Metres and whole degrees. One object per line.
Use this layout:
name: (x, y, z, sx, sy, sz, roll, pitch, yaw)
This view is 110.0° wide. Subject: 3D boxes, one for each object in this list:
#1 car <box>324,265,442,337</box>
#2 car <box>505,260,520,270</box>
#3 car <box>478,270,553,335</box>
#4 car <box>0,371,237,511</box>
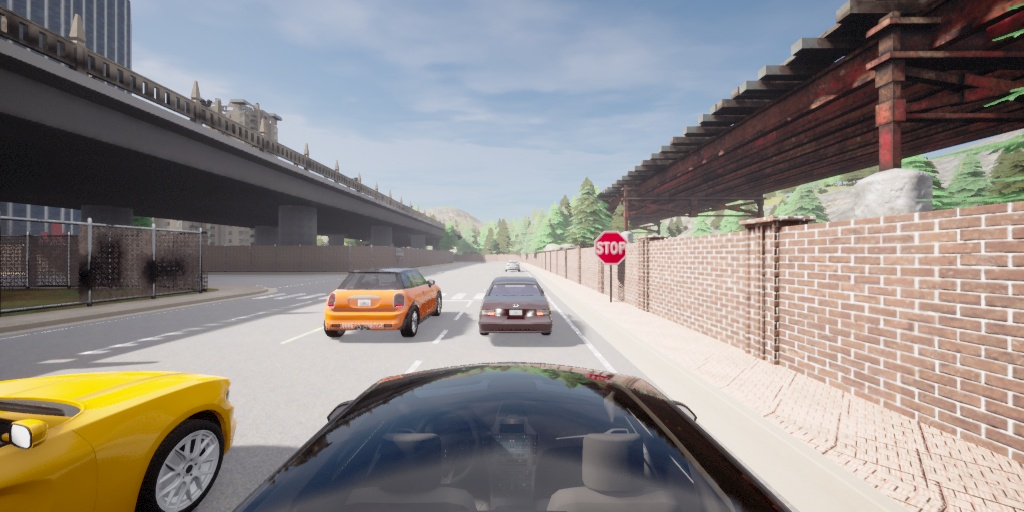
car: (-3.419, 1.102, 10.413, 2.097, 1.767, 4.553, 0, 0, 0)
car: (0.085, 1.276, 46.303, 1.812, 1.442, 4.674, 0, 0, -1)
car: (0.082, 1.297, 10.434, 2.033, 1.411, 5.357, 0, 0, 0)
car: (-3.397, 1.228, 1.155, 1.882, 1.535, 5.008, 0, 0, 0)
